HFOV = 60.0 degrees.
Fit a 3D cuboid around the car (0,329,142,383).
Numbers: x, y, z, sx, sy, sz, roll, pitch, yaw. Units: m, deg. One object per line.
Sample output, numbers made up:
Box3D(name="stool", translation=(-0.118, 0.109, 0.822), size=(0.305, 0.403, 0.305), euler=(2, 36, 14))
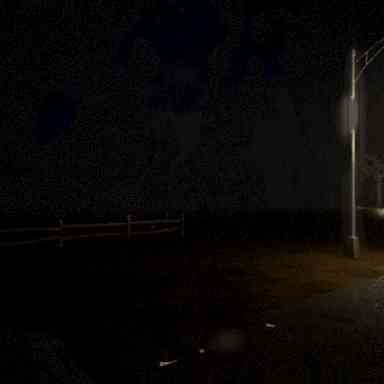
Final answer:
Box3D(name="car", translation=(-2.164, 1.564, 1.516), size=(4.181, 1.385, 1.994), euler=(0, 0, -37))
